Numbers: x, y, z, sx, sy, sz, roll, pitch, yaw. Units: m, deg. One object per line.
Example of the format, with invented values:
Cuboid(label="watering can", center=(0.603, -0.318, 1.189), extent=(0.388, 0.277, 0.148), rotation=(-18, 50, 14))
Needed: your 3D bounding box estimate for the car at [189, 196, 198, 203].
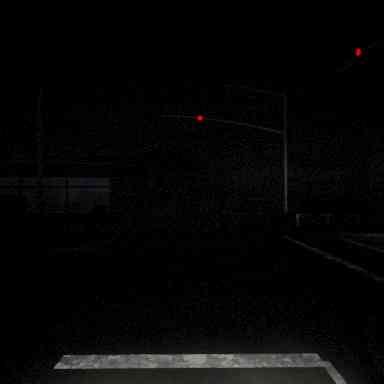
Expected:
Cuboid(label="car", center=(0.273, 1.547, 69.680), extent=(2.033, 1.411, 5.357), rotation=(0, 0, 0))

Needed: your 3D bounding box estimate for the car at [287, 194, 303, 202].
Cuboid(label="car", center=(21.329, 1.097, 65.718), extent=(4.605, 1.855, 1.932), rotation=(0, 0, 0))

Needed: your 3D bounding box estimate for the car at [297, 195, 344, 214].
Cuboid(label="car", center=(13.017, 1.330, 31.395), extent=(5.027, 1.636, 2.152), rotation=(0, 0, 0))

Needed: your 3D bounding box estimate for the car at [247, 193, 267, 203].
Cuboid(label="car", center=(12.850, 1.361, 65.652), extent=(3.806, 1.475, 1.970), rotation=(0, 0, 0))

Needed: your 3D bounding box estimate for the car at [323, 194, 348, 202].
Cuboid(label="car", center=(31.317, 1.298, 72.693), extent=(4.514, 1.523, 2.007), rotation=(0, 0, 0))

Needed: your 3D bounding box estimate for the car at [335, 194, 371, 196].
Cuboid(label="car", center=(20.651, 1.320, 43.266), extent=(3.633, 1.501, 1.845), rotation=(0, 0, 0))

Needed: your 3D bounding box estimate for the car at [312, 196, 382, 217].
Cuboid(label="car", center=(13.080, 1.339, 28.258), extent=(4.514, 1.523, 2.007), rotation=(0, 0, 0))

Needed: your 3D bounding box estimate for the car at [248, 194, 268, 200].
Cuboid(label="car", center=(18.134, 1.333, 91.607), extent=(4.902, 1.511, 2.128), rotation=(0, 0, 0))

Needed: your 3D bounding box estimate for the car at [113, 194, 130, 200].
Cuboid(label="car", center=(-19.401, 1.332, 91.583), extent=(4.674, 1.442, 1.812), rotation=(0, 0, 0))

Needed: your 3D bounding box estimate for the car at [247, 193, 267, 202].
Cuboid(label="car", center=(13.450, 1.077, 68.978), extent=(3.866, 1.878, 1.905), rotation=(0, 0, 0))

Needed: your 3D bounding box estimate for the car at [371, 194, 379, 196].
Cuboid(label="car", center=(38.378, 1.232, 69.054), extent=(3.806, 1.475, 1.970), rotation=(0, 0, 0))

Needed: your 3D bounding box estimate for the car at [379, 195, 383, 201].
Cuboid(label="car", center=(38.723, 1.153, 62.638), extent=(5.027, 1.636, 2.152), rotation=(0, 0, 0))
